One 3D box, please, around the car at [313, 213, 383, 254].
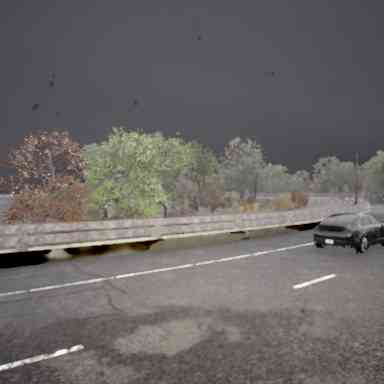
[{"bbox_3d":[7.052,1.666,14.507,4.892,1.490,1.837,0,0,-44],"label":"car"}]
